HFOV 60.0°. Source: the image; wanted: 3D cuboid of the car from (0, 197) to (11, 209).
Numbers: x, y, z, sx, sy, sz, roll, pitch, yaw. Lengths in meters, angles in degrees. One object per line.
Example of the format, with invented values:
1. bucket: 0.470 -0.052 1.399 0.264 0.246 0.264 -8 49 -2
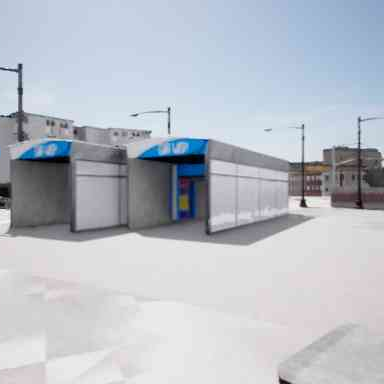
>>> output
1. car: -24.264 1.349 40.535 2.128 1.511 4.902 0 0 38
